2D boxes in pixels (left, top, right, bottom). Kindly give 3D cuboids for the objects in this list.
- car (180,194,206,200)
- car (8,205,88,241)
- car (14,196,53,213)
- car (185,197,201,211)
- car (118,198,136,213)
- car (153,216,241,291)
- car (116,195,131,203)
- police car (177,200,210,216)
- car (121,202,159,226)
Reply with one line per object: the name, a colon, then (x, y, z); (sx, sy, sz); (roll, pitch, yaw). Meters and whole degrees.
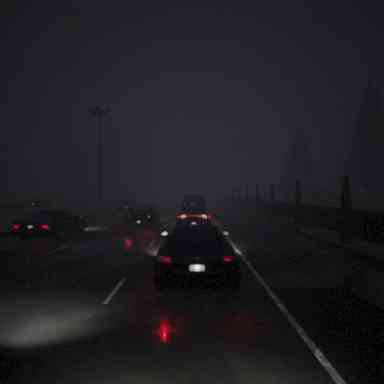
car: (0.103, 1.211, 30.827); (2.150, 2.045, 5.566); (0, -1, 0)
car: (-6.899, 1.543, 16.699); (2.033, 1.411, 5.357); (0, 0, 0)
car: (-17.591, 1.342, 37.177); (2.097, 1.767, 4.553); (0, 0, 0)
car: (0.105, 1.446, 41.885); (1.801, 1.575, 5.366); (0, 0, 0)
car: (-6.895, 1.556, 36.806); (1.994, 1.385, 4.181); (0, 0, 0)
car: (0.097, 1.562, 8.996); (1.994, 1.385, 4.181); (0, 0, 0)
car: (-13.995, 1.462, 68.110); (1.882, 1.535, 5.008); (0, 0, 0)
police car: (0.103, 1.502, 20.193); (2.038, 1.542, 4.974); (0, 0, 0)
car: (-3.397, 1.595, 23.430); (1.895, 1.301, 4.718); (0, 0, 0)
